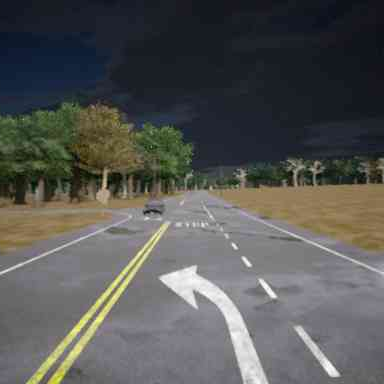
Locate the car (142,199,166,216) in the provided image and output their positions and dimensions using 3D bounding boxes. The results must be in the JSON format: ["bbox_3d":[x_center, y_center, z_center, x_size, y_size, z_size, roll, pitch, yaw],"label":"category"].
[{"bbox_3d":[-3.510,1.428,31.888,2.033,1.411,5.357,0,1,0],"label":"car"}]
